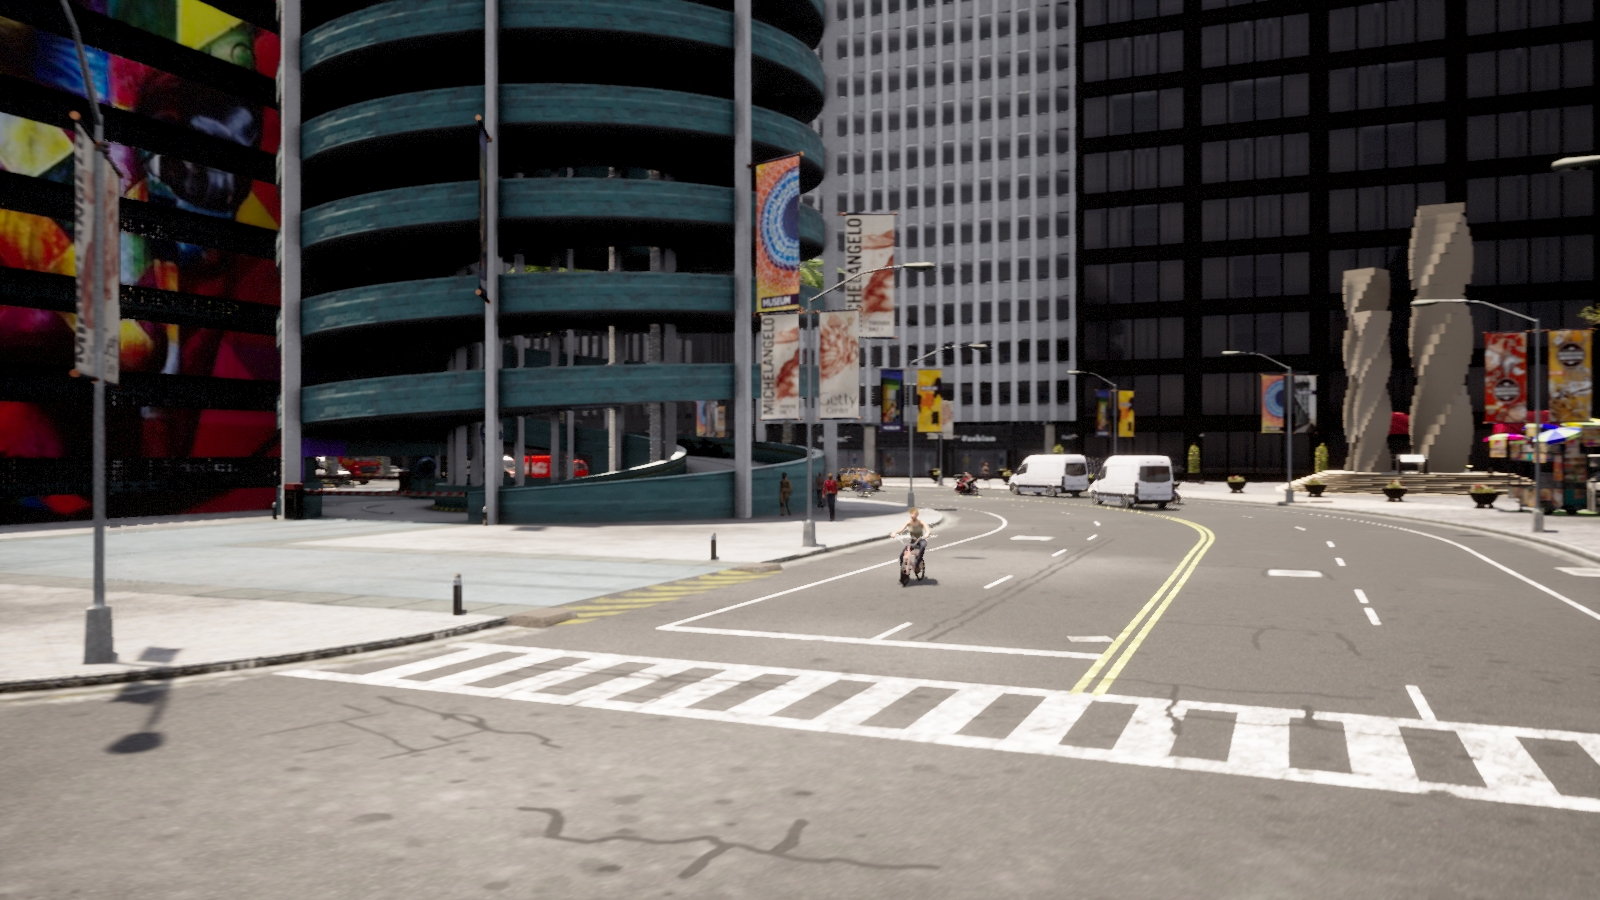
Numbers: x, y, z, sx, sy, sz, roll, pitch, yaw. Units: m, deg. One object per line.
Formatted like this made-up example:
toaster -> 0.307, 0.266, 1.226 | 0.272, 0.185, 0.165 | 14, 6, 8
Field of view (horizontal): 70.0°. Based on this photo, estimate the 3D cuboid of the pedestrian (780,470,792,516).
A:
pedestrian -> -0.567, 1.747, 46.248 | 0.375, 1.860, 0.375 | 0, 0, 29

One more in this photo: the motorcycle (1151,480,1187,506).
motorcycle -> 19.293, 2.246, 59.788 | 0.867, 1.251, 2.209 | 0, 0, -11

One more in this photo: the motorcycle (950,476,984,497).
motorcycle -> 10.521, 2.271, 72.125 | 0.867, 1.251, 2.209 | 0, 0, -32

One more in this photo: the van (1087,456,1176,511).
van -> 16.343, 1.576, 56.740 | 1.988, 2.561, 5.915 | 0, 0, -8

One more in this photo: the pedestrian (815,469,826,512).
pedestrian -> 0.903, 1.749, 49.956 | 0.375, 1.860, 0.375 | 0, 0, 21

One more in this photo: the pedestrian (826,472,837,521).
pedestrian -> 1.186, 1.741, 42.921 | 0.375, 1.860, 0.375 | 0, 0, 8

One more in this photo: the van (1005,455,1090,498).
van -> 15.253, 1.593, 70.837 | 1.988, 2.561, 5.915 | 0, 0, -25
